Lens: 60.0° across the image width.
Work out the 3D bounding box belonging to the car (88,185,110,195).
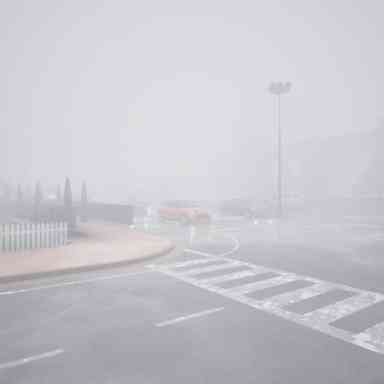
[{"bbox_3d":[-16.079,-0.345,56.312,1.812,1.442,4.674,0,7,-37],"label":"car"}]

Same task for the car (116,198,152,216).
[{"bbox_3d":[-6.031,1.566,31.220,1.895,1.301,4.718,0,1,-37],"label":"car"}]

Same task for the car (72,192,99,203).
[{"bbox_3d":[-12.878,1.121,40.271,1.895,1.301,4.718,0,4,-37],"label":"car"}]

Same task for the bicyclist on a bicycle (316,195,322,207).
[{"bbox_3d":[18.084,1.291,47.388,1.656,1.620,0.582,0,0,-37],"label":"bicyclist on a bicycle"}]

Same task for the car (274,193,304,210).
[{"bbox_3d":[11.694,1.203,42.933,2.150,2.045,5.566,0,0,-37],"label":"car"}]

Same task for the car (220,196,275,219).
[{"bbox_3d":[4.511,1.346,28.917,2.097,1.767,4.553,0,0,-37],"label":"car"}]

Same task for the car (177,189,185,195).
[{"bbox_3d":[-3.316,0.040,62.657,1.895,1.301,4.718,0,7,-37],"label":"car"}]

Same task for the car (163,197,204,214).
[{"bbox_3d":[-1.059,1.424,36.256,1.882,1.535,5.008,0,1,-37],"label":"car"}]

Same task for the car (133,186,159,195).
[{"bbox_3d":[-8.532,0.058,57.943,2.033,1.411,5.357,0,6,-37],"label":"car"}]

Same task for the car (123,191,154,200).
[{"bbox_3d":[-7.472,1.047,44.731,2.033,1.411,5.357,0,4,-37],"label":"car"}]

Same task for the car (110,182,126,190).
[{"bbox_3d":[-14.796,-1.300,66.277,1.882,1.535,5.008,0,7,-37],"label":"car"}]

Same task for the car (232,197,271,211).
[{"bbox_3d":[7.564,1.435,42.578,1.882,1.535,5.008,0,1,-37],"label":"car"}]

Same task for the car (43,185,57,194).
[{"bbox_3d":[-22.390,-0.434,53.077,1.994,1.385,4.181,0,7,-37],"label":"car"}]

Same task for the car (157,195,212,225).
[{"bbox_3d":[-0.598,1.351,24.066,2.097,1.767,4.553,0,0,-37],"label":"car"}]

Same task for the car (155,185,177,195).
[{"bbox_3d":[-5.752,-0.273,60.071,2.150,2.045,5.566,0,7,-37],"label":"car"}]
